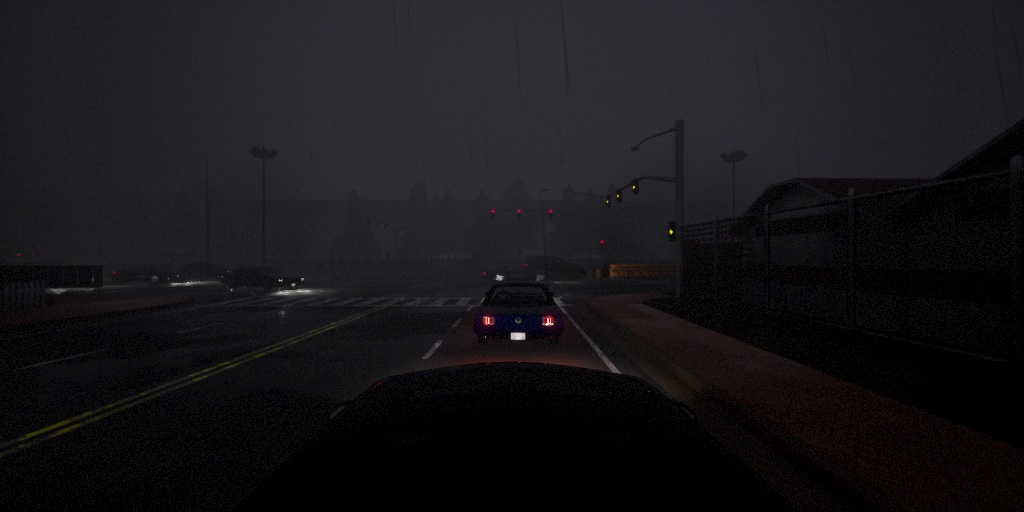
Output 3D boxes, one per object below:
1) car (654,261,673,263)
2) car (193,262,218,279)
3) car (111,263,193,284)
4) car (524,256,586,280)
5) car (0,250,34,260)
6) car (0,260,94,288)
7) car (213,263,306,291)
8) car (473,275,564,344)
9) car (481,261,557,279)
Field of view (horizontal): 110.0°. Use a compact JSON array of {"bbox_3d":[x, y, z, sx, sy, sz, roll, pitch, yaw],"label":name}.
[{"bbox_3d":[17.205,1.276,41.554,4.674,1.442,1.812,0,0,-1],"label":"car"},{"bbox_3d":[-25.313,1.248,30.167,4.892,1.490,1.837,0,0,-1],"label":"car"},{"bbox_3d":[-26.862,1.306,26.643,4.181,1.385,1.994,0,0,-1],"label":"car"},{"bbox_3d":[3.487,0.973,30.645,5.566,2.045,2.150,0,0,-1],"label":"car"},{"bbox_3d":[-39.736,0.717,26.439,5.566,2.045,2.150,2,0,-1],"label":"car"},{"bbox_3d":[-30.466,1.211,23.083,5.008,1.535,1.882,0,0,-1],"label":"car"},{"bbox_3d":[-15.181,1.297,21.790,5.357,1.411,2.033,0,0,21],"label":"car"},{"bbox_3d":[0.193,1.351,9.541,1.895,1.301,4.718,0,0,2],"label":"car"},{"bbox_3d":[0.381,1.298,27.092,5.357,1.411,2.033,0,0,-1],"label":"car"}]
